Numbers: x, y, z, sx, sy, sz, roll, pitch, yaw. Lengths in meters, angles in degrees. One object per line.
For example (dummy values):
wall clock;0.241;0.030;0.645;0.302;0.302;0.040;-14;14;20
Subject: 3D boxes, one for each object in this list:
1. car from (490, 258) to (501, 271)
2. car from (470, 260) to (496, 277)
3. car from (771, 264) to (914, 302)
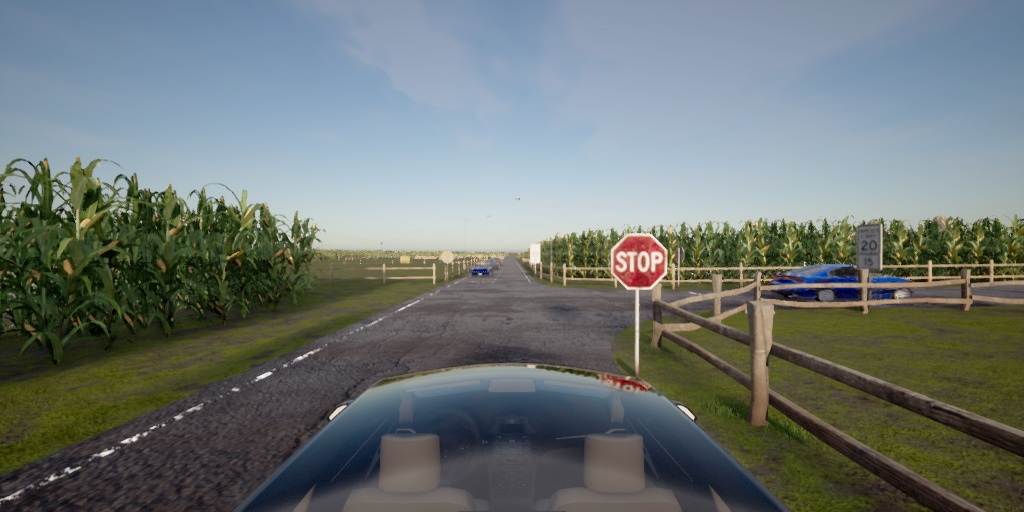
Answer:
car;-2.845;1.218;49.811;1.837;1.490;4.892;0;0;0
car;-2.852;1.329;34.327;1.895;1.301;4.718;0;0;0
car;13.518;1.080;14.785;5.008;1.535;1.882;-1;0;-2
